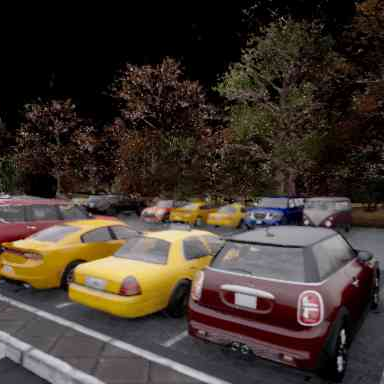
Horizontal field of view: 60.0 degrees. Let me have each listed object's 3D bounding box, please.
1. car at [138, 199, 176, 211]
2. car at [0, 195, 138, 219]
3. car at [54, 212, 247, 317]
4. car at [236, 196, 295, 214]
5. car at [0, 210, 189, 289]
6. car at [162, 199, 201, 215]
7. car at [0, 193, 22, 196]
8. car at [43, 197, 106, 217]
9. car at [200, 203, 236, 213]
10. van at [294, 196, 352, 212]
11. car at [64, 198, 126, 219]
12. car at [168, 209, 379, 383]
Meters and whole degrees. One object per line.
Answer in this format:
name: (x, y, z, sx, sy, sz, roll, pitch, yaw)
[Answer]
car: (-1.703, 1.344, 24.747, 2.185, 1.767, 4.553, 1, 0, 36)
car: (-4.715, 1.241, 10.784, 2.435, 2.045, 5.566, 0, 0, 36)
car: (-0.111, 1.505, 7.653, 1.946, 1.575, 5.366, 0, 0, 36)
car: (5.135, 1.247, 19.734, 2.435, 2.045, 5.566, 0, 0, 36)
car: (-2.479, 1.500, 9.127, 2.097, 1.535, 5.008, 0, 0, 36)
car: (0.533, 1.482, 23.087, 2.097, 1.535, 5.008, 0, 0, 36)
car: (-17.446, 1.151, 36.071, 2.231, 1.521, 4.892, 2, 1, 36)
car: (-10.877, 1.332, 31.105, 1.946, 1.575, 5.366, 1, 1, 36)
car: (3.002, 1.488, 21.539, 1.946, 1.575, 5.366, 0, 0, 36)
van: (7.342, 1.281, 18.032, 1.878, 1.987, 4.442, 0, 0, 36)
car: (-8.504, 1.381, 29.627, 2.097, 1.535, 5.008, 1, 1, 36)
car: (1.917, 1.390, 5.920, 2.185, 1.767, 4.553, 0, 0, 36)
